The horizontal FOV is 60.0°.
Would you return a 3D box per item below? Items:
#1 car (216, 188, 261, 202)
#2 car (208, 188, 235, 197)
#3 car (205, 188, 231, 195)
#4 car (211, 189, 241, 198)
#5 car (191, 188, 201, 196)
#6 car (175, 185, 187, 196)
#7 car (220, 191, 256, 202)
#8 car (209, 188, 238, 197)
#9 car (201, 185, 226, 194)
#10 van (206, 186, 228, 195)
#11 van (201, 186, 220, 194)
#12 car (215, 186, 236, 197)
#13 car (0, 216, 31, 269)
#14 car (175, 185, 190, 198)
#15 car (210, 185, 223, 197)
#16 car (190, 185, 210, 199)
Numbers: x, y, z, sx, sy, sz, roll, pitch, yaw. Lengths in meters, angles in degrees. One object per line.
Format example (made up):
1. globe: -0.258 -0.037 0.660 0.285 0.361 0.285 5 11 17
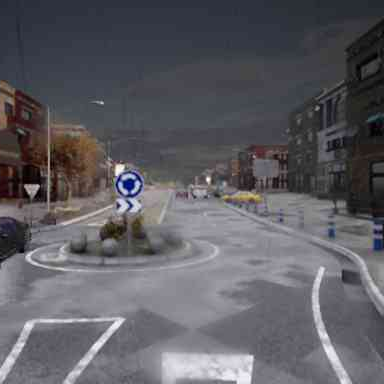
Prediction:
1. car: 6.320 0.629 43.723 5.366 1.575 1.946 0 2 -3
2. car: 5.584 0.051 62.994 4.892 1.521 2.231 0 1 -3
3. car: 5.318 -0.083 68.497 5.008 1.535 2.097 0 1 -3
4. car: 5.838 0.198 57.489 5.008 1.535 2.097 0 2 -3
5. car: 0.753 -0.022 66.717 1.837 1.490 4.892 0 1 -3
6. car: -2.245 -0.310 66.597 2.150 2.045 5.566 0 1 -3
7. car: 6.376 0.578 46.486 4.674 1.452 2.002 0 2 -3
8. car: 5.716 0.124 60.242 4.892 1.521 2.231 0 2 -3
9. car: 4.886 -0.508 76.751 5.566 2.045 2.435 0 1 -3
10. van: 5.301 -0.368 71.129 4.442 1.987 1.878 0 1 -3
11. van: 4.533 -0.581 82.251 4.442 1.987 1.878 0 1 -3
12. car: 6.209 0.322 49.230 4.553 1.767 2.185 0 2 -3
13. car: -6.526 1.493 10.406 2.033 1.411 5.357 0 0 -13
14. car: -1.700 0.089 56.348 2.097 1.767 4.553 0 2 -2
15. car: 6.138 0.110 51.980 5.566 2.045 2.435 0 2 -3
16. car: 1.350 0.004 55.076 2.150 2.045 5.566 0 2 -2
